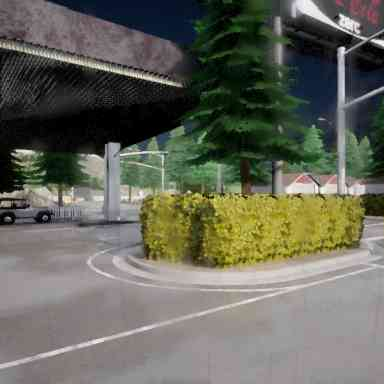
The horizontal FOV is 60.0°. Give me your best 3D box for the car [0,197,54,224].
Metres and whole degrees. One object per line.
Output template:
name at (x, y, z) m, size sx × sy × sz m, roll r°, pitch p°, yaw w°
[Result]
car at (-11.962, 1.313, 23.485) m, size 3.866 × 1.878 × 1.905 m, roll 0°, pitch 0°, yaw -36°
